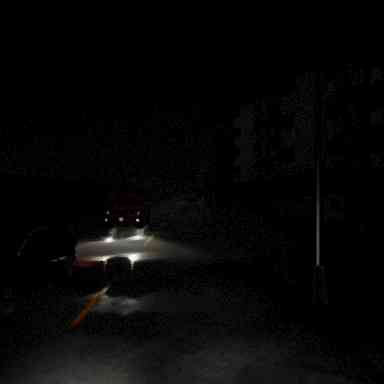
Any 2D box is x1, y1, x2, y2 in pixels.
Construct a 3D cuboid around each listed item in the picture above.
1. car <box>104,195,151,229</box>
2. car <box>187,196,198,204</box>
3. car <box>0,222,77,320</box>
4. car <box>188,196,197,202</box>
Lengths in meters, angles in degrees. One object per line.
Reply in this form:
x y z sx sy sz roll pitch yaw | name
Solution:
-4.019 1.203 21.737 2.150 2.045 5.566 0 0 1 | car
0.061 1.518 62.549 1.994 1.385 4.181 0 0 0 | car
-4.089 1.482 7.341 2.128 1.511 4.902 0 0 0 | car
0.071 1.462 72.580 1.895 1.301 4.718 0 0 0 | car
